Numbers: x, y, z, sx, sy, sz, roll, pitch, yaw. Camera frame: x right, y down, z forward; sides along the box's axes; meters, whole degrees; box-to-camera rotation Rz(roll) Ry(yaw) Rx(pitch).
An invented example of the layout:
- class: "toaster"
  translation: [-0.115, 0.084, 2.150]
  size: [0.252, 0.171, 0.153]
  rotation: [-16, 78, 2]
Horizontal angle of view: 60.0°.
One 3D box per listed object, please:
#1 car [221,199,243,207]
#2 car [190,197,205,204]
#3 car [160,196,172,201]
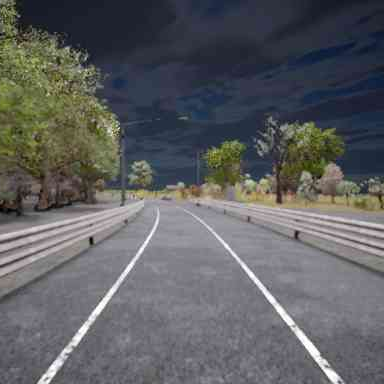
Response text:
- class: "car"
  translation: [7.158, 1.876, 59.840]
  size: [2.033, 1.411, 5.357]
  rotation: [0, 0, -24]
- class: "car"
  translation: [1.035, 1.847, 73.711]
  size: [2.033, 1.411, 5.357]
  rotation: [0, 0, -24]
- class: "car"
  translation: [-7.146, 1.795, 92.251]
  size: [2.033, 1.411, 5.357]
  rotation: [0, 0, -24]
